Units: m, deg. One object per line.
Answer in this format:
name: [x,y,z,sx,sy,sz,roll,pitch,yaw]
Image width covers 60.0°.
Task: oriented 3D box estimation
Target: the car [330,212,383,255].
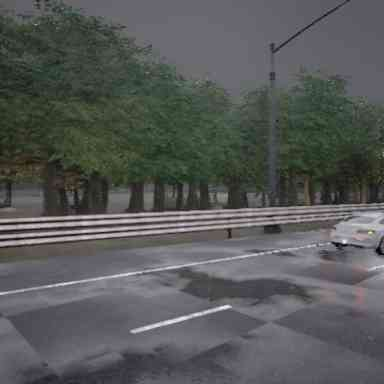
car: [7.342,1.517,13.163,4.674,1.442,1.812,0,0,-35]
